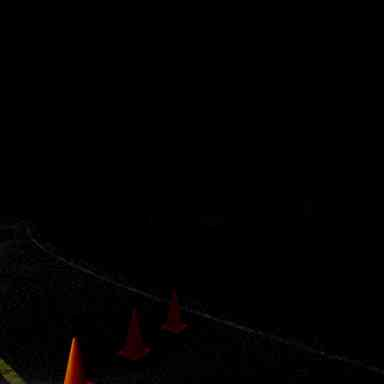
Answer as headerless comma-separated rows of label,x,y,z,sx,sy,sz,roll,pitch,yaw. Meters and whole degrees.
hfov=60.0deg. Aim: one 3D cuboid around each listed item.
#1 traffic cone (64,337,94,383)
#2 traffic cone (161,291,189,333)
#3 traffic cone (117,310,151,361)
traffic cone,-1.321,1.945,3.766,0.340,0.580,0.340,1,1,31
traffic cone,-0.283,1.931,5.468,0.340,0.580,0.340,1,1,31
traffic cone,-0.802,1.938,4.617,0.340,0.580,0.340,1,1,31
